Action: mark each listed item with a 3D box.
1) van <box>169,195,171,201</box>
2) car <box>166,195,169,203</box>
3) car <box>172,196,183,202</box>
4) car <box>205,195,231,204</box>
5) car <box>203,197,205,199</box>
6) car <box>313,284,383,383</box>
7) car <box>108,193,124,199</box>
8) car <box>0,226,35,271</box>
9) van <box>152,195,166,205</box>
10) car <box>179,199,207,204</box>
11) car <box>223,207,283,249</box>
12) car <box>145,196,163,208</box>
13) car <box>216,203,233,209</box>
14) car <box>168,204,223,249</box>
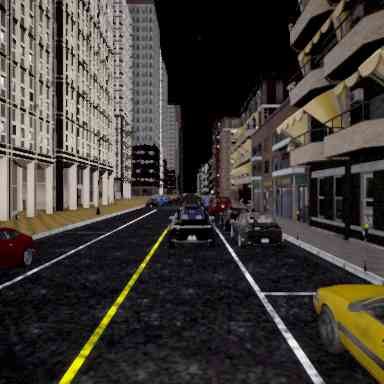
[{"bbox_3d":[-5.691,1.378,65.238,1.690,1.788,3.998,0,0,0],"label":"van"},{"bbox_3d":[-5.691,1.582,59.589,2.008,1.369,4.403,0,0,0],"label":"car"},{"bbox_3d":[-3.000,1.595,76.739,1.994,1.385,4.181,0,0,0],"label":"car"},{"bbox_3d":[2.690,1.325,31.346,2.192,1.841,5.009,0,0,0],"label":"car"},{"bbox_3d":[2.690,1.600,42.643,1.802,1.307,4.206,0,0,0],"label":"car"},{"bbox_3d":[2.690,1.525,3.273,1.752,1.417,4.829,0,0,0],"label":"car"},{"bbox_3d":[-21.132,1.138,92.966,4.097,1.590,1.967,1,-1,0],"label":"car"},{"bbox_3d":[-5.690,1.582,8.752,1.802,1.307,4.206,0,0,0],"label":"car"},{"bbox_3d":[-5.691,1.368,53.941,1.690,1.788,3.998,0,0,0],"label":"van"},{"bbox_3d":[0.000,1.583,29.650,1.994,1.385,4.181,0,0,0],"label":"car"},{"bbox_3d":[2.689,1.553,14.401,2.008,1.369,4.403,0,0,0],"label":"car"},{"bbox_3d":[-5.690,1.588,48.292,1.947,1.339,4.313,0,0,0],"label":"car"},{"bbox_3d":[2.689,1.570,20.049,1.947,1.339,4.313,0,0,0],"label":"car"},{"bbox_3d":[0.000,1.498,14.650,2.128,1.511,4.902,0,0,0],"label":"car"}]
